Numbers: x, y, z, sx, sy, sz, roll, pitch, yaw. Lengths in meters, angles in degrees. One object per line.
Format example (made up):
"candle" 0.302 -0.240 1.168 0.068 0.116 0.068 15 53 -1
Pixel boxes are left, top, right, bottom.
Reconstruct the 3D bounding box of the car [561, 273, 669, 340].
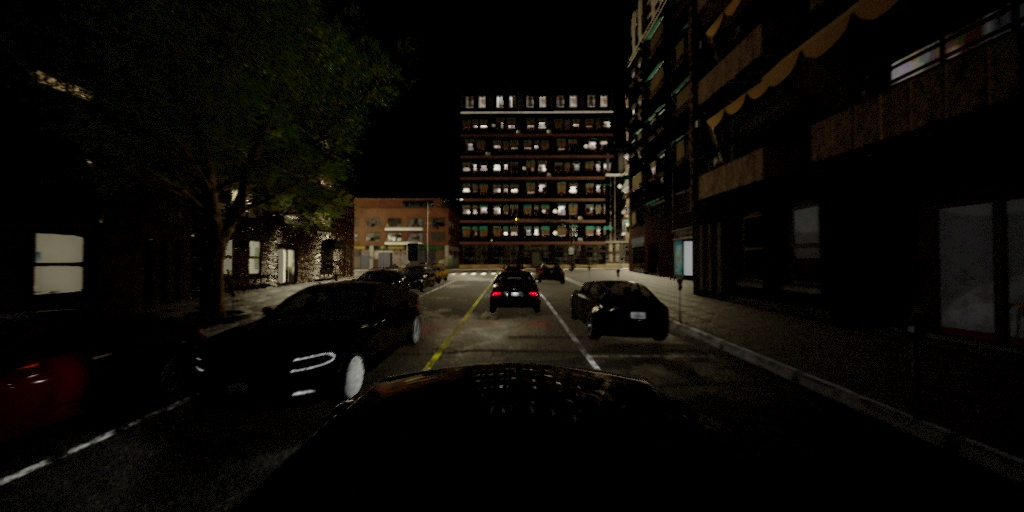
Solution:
"car" 2.693 1.303 9.755 1.948 1.339 4.313 0 0 0

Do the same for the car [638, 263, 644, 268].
"car" 17.658 0.969 42.691 4.829 1.417 1.751 0 0 1

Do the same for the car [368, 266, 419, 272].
"car" -5.654 1.293 15.384 1.948 1.339 4.313 0 0 0

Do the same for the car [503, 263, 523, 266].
"car" 0.109 1.269 30.912 1.994 1.385 4.181 0 0 0

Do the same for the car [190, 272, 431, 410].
"car" -3.056 1.219 6.514 1.882 1.535 5.008 0 0 0

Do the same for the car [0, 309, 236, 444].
"car" -5.656 1.328 4.011 1.802 1.307 4.207 0 0 0

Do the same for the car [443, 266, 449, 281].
"car" -5.823 1.236 26.588 1.751 1.417 4.829 0 0 0

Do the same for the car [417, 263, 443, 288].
"car" -5.654 1.269 21.071 2.007 1.370 4.403 0 0 0

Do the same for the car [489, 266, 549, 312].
"car" 0.101 1.277 14.148 2.033 1.411 5.357 0 0 0

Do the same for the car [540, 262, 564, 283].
"car" 2.742 1.151 26.812 1.967 1.591 4.097 0 0 0
